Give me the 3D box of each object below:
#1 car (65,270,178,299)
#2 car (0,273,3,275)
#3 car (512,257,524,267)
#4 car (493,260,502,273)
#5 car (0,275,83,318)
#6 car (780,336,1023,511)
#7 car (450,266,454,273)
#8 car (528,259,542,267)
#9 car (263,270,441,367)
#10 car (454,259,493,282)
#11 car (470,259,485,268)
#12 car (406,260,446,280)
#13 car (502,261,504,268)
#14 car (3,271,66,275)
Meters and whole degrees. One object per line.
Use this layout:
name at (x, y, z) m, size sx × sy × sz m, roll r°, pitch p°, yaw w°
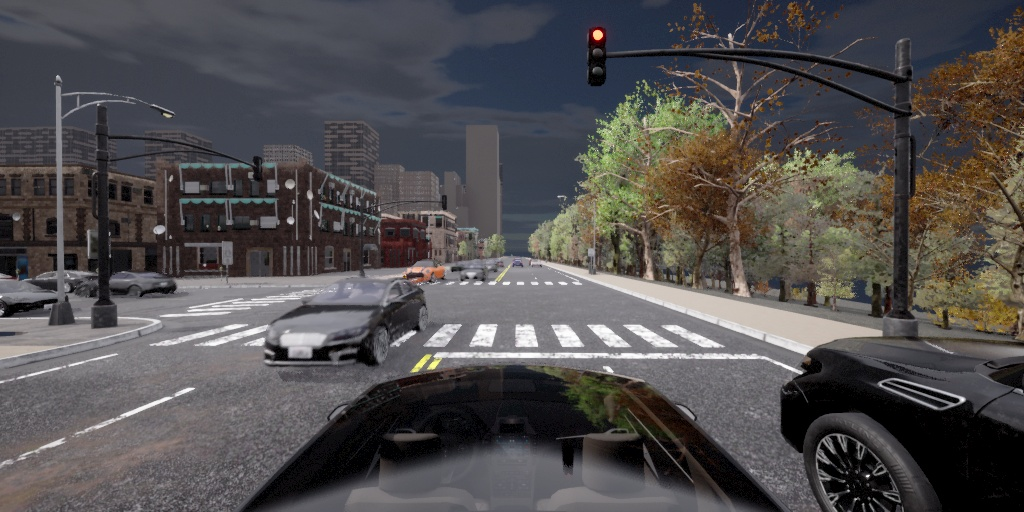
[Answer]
car at (-20.951, 1.519, 19.577) m, size 4.181 × 1.385 × 1.994 m, roll -1°, pitch 1°, yaw 1°
car at (-33.491, 1.654, 22.436) m, size 4.207 × 1.307 × 1.802 m, roll 0°, pitch 0°, yaw 1°
car at (1.010, 1.252, 63.772) m, size 1.812 × 1.442 × 4.674 m, roll 0°, pitch 0°, yaw 1°
car at (-2.682, 1.225, 43.023) m, size 2.128 × 1.511 × 4.902 m, roll 0°, pitch 0°, yaw 1°
car at (-19.765, 1.565, 13.688) m, size 4.313 × 1.339 × 1.948 m, roll 0°, pitch 0°, yaw 1°
car at (3.322, 0.972, 0.647) m, size 2.150 × 2.045 × 5.566 m, roll 0°, pitch 0°, yaw 1°
car at (-5.950, 1.337, 41.854) m, size 1.895 × 1.301 × 4.718 m, roll 0°, pitch 0°, yaw 1°
car at (4.370, 1.327, 64.102) m, size 1.895 × 1.301 × 4.718 m, roll 0°, pitch 0°, yaw 1°
car at (-3.259, 1.240, 8.037) m, size 2.128 × 1.511 × 4.902 m, roll 0°, pitch 0°, yaw 1°
car at (-2.922, 1.234, 28.443) m, size 2.128 × 1.511 × 4.902 m, roll 0°, pitch 0°, yaw 1°
car at (-5.640, 1.235, 59.102) m, size 1.837 × 1.490 × 4.892 m, roll 0°, pitch 0°, yaw 1°
car at (-6.582, 1.095, 27.438) m, size 2.097 × 1.767 × 4.553 m, roll 0°, pitch 0°, yaw 6°
car at (-2.379, 1.292, 59.499) m, size 1.994 × 1.385 × 4.181 m, roll 0°, pitch 0°, yaw 1°
car at (-27.956, 1.560, 22.337) m, size 4.403 × 1.370 × 2.007 m, roll 0°, pitch 0°, yaw 1°
